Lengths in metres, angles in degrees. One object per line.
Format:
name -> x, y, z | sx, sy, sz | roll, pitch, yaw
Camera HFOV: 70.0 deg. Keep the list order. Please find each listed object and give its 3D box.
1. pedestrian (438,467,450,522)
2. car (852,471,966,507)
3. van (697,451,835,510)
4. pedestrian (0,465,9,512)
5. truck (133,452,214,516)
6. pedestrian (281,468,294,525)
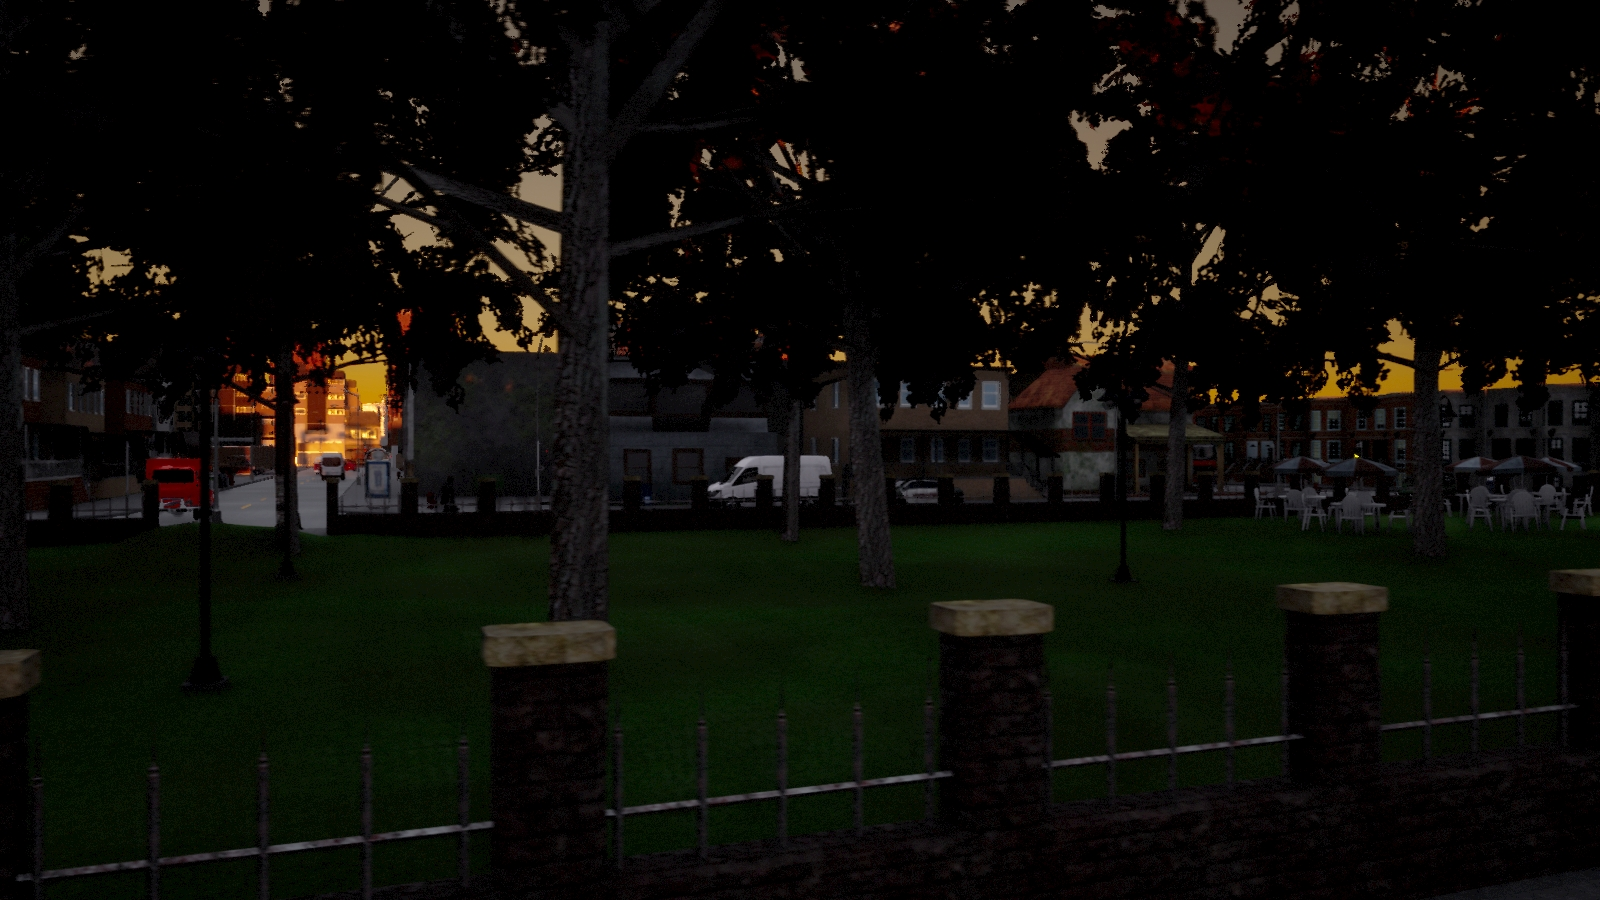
pedestrian -> -12.132, 1.525, 38.974 | 0.375, 1.860, 0.375 | 0, 0, -14
car -> 5.165, 1.817, 54.035 | 4.974, 1.542, 2.038 | 0, 0, -21
van -> -1.526, 1.314, 51.482 | 5.915, 2.561, 1.988 | 0, 0, -20
pedestrian -> -31.820, 1.516, 45.557 | 0.375, 1.860, 0.375 | 0, 0, -18
truck -> -25.752, 1.359, 47.167 | 2.627, 2.467, 5.204 | 0, -1, -25
pedestrian -> -16.946, 1.525, 37.774 | 0.375, 1.860, 0.375 | 0, 0, -20
